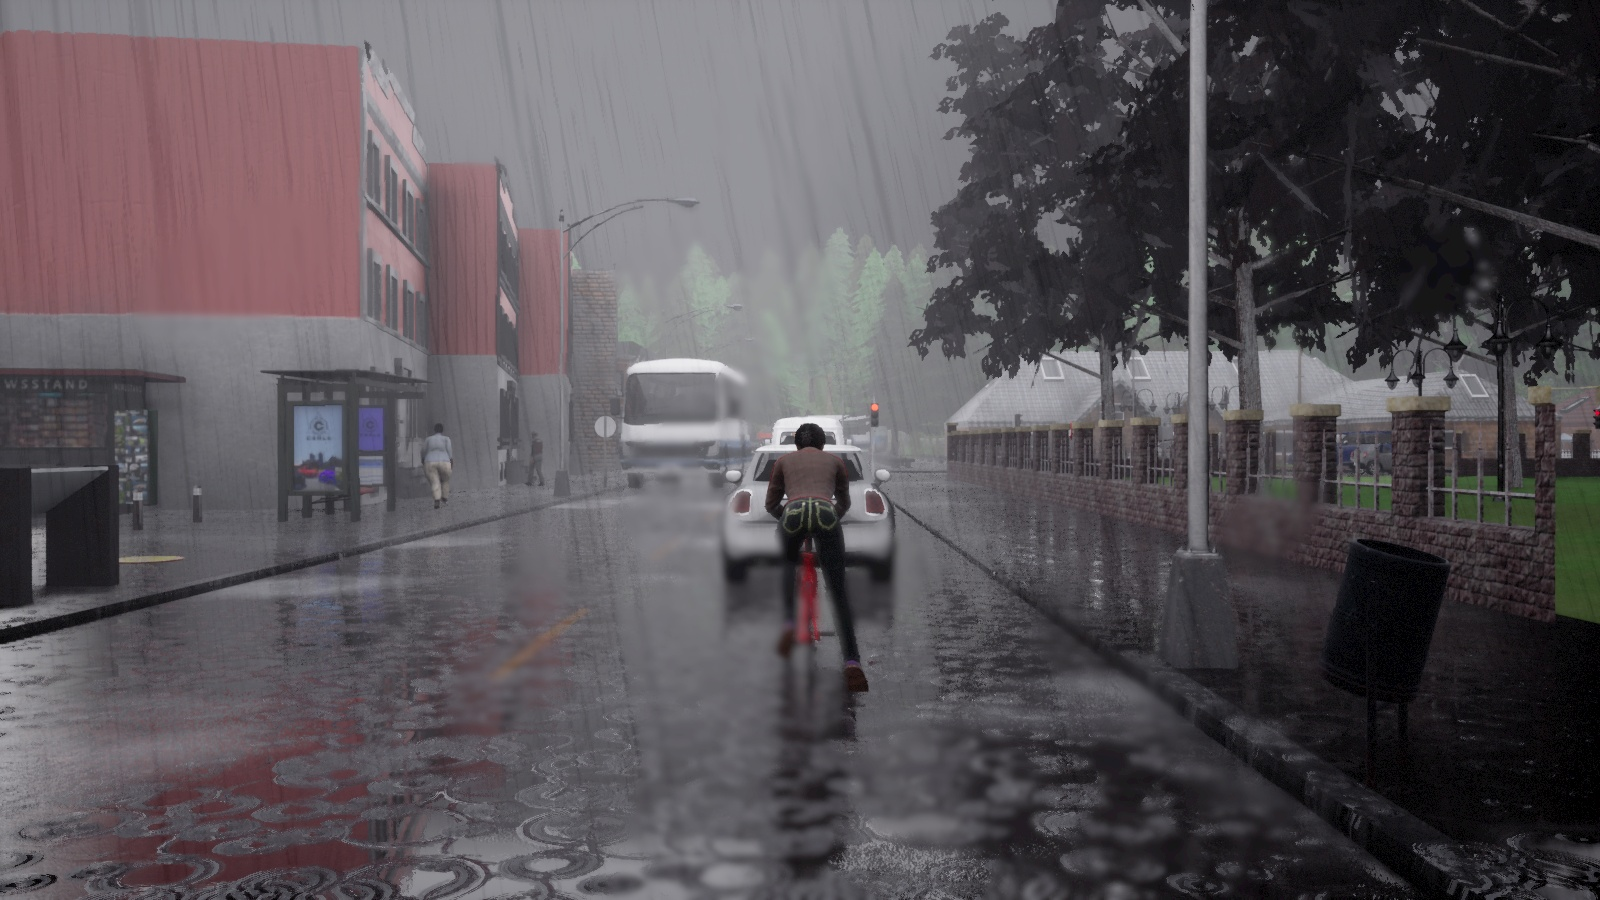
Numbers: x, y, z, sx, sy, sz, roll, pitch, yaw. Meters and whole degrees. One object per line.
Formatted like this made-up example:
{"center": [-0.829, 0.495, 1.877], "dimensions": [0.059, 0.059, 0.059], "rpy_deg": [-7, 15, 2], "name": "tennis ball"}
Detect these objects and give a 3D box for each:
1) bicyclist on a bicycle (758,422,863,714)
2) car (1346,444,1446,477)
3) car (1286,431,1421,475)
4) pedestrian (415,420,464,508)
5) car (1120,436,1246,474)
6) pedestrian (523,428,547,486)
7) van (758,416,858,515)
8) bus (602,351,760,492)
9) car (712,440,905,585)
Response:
{"center": [0.062, 0.655, 7.794], "dimensions": [0.582, 1.620, 1.656], "rpy_deg": [0, 0, 0], "name": "bicyclist on a bicycle"}
{"center": [26.893, 0.462, 56.757], "dimensions": [3.633, 1.501, 1.845], "rpy_deg": [0, 0, -1], "name": "car"}
{"center": [26.756, 0.142, 60.805], "dimensions": [5.566, 2.045, 2.150], "rpy_deg": [0, 0, 0], "name": "car"}
{"center": [-7.727, 0.298, 26.960], "dimensions": [0.874, 1.855, 0.900], "rpy_deg": [0, 0, -7], "name": "pedestrian"}
{"center": [17.275, 0.218, 56.805], "dimensions": [5.027, 1.651, 2.152], "rpy_deg": [0, 0, -1], "name": "car"}
{"center": [-8.555, 0.220, 40.555], "dimensions": [0.720, 1.854, 0.376], "rpy_deg": [0, 0, 40], "name": "pedestrian"}
{"center": [0.184, 0.311, 28.196], "dimensions": [2.069, 2.038, 4.480], "rpy_deg": [0, 0, 1], "name": "van"}
{"center": [-3.765, -0.876, 43.040], "dimensions": [3.944, 4.253, 10.273], "rpy_deg": [0, 0, 3], "name": "bus"}
{"center": [0.104, 0.629, 14.715], "dimensions": [1.970, 1.475, 3.806], "rpy_deg": [0, 0, 0], "name": "car"}
